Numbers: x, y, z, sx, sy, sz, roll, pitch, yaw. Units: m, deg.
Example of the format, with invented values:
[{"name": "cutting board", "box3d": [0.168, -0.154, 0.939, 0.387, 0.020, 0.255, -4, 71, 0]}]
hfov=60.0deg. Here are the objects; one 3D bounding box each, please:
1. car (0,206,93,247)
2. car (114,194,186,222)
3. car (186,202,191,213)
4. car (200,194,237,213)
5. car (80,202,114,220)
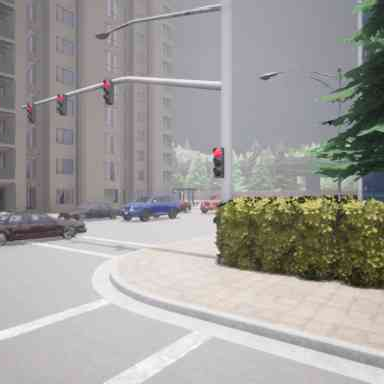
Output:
[{"name": "car", "box3d": [-7.578, 1.545, 15.099, 2.033, 1.411, 5.357, 0, 0, 42]}, {"name": "car", "box3d": [-3.254, 1.219, 26.939, 2.150, 2.045, 5.566, 0, 0, 36]}, {"name": "car", "box3d": [-2.071, 1.475, 34.462, 1.882, 1.535, 5.008, 0, 0, 36]}, {"name": "car", "box3d": [3.091, 1.219, 35.573, 2.150, 2.045, 5.566, 0, 0, 36]}, {"name": "car", "box3d": [-7.875, 1.545, 26.554, 2.033, 1.411, 5.357, 0, 0, 36]}]
